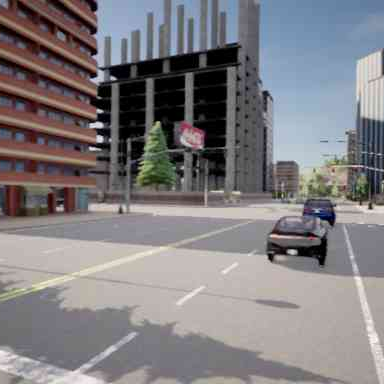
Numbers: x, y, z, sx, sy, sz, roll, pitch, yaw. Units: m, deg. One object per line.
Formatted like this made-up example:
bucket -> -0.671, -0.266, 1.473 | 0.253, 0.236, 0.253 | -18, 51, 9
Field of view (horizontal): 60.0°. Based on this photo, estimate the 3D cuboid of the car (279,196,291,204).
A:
car -> 23.664, 2.234, 84.129 | 1.812, 1.442, 4.674 | 1, 0, 23

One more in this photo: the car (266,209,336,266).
car -> 3.988, 1.610, 12.208 | 2.128, 1.511, 4.902 | 1, 0, 24

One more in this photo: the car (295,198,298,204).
car -> 26.875, 2.275, 82.739 | 2.128, 1.511, 4.902 | 1, 0, 23

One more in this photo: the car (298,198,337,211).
car -> 9.851, 1.476, 25.720 | 2.150, 2.045, 5.566 | 1, 0, 24
